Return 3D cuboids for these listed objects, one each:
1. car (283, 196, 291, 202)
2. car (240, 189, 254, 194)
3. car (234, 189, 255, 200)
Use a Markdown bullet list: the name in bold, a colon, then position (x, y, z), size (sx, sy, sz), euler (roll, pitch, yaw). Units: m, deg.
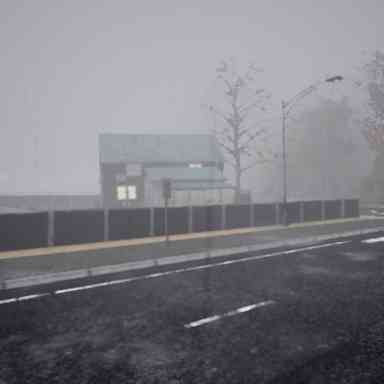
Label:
- **car**: position (14.064, 1.154, 44.070), size (1.895, 1.301, 4.718), euler (-2, 1, -15)
- **car**: position (9.846, 0.732, 60.069), size (2.097, 1.767, 4.553), euler (-2, 1, -14)
- **car**: position (10.685, 0.433, 67.759), size (2.150, 2.045, 5.566), euler (-2, 1, -15)
